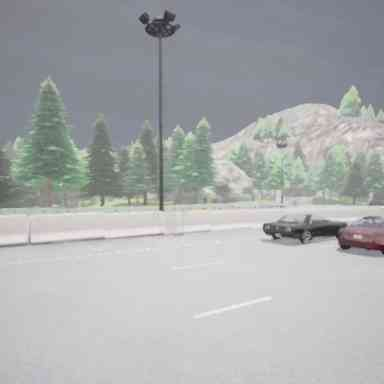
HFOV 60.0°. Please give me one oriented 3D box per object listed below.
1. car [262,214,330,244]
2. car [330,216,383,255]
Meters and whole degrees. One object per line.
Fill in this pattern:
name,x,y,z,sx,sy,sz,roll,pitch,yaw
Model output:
car,5.787,1.729,16.604,4.718,1.301,1.895,1,0,-36
car,7.953,1.694,13.846,4.181,1.385,1.994,1,0,-36
